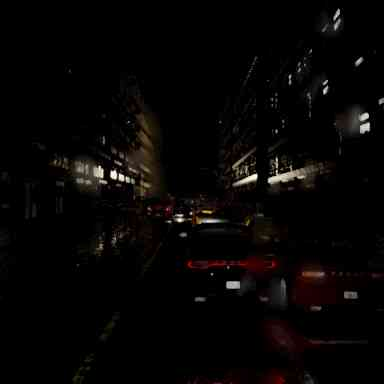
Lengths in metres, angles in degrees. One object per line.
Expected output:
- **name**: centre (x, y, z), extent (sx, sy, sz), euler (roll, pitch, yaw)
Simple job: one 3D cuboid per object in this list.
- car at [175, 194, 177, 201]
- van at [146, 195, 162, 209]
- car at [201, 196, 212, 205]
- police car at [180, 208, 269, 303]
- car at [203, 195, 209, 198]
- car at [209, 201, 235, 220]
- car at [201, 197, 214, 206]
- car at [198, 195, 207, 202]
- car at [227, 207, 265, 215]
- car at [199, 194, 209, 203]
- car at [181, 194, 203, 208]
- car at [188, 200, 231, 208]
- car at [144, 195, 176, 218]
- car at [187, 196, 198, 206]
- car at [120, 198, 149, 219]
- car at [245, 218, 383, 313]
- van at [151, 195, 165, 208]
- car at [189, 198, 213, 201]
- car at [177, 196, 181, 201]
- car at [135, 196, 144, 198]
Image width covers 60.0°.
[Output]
- **car**: centre (-5.202, 1.749, 79.618), extent (1.947, 1.339, 4.313), euler (1, 0, 0)
- **van**: centre (-5.235, 1.408, 46.433), extent (1.690, 1.788, 3.998), euler (2, 0, 0)
- **car**: centre (2.670, 1.559, 62.956), extent (1.967, 1.590, 4.097), euler (1, 0, 0)
- **police car**: centre (0.720, 1.430, 8.425), extent (1.930, 1.638, 5.238), euler (0, 0, 0)
- **car**: centre (2.647, 1.628, 51.894), extent (1.887, 1.381, 4.507), euler (1, 0, 0)
- **car**: centre (2.620, 1.577, 29.770), extent (1.887, 1.381, 4.507), euler (1, 0, 0)
- **car**: centre (2.653, 1.645, 57.424), extent (1.887, 1.381, 4.507), euler (1, 0, 0)
- **car**: centre (2.653, 1.648, 85.081), extent (1.967, 1.590, 4.097), euler (1, 0, 0)
- **car**: centre (2.602, 1.534, 13.350), extent (1.752, 1.417, 4.829), euler (1, 0, 0)
- **car**: centre (2.644, 1.475, 74.018), extent (2.192, 1.841, 5.009), euler (1, 0, 0)
- **car**: centre (0.059, 1.284, 44.752), extent (2.150, 2.045, 5.566), euler (0, 0, 0)
- **car**: centre (0.848, 1.470, 18.511), extent (1.801, 1.575, 5.366), euler (0, 0, 0)
- **car**: centre (-2.812, 1.385, 30.112), extent (2.097, 1.767, 4.553), euler (0, 0, 0)
- **car**: centre (0.071, 1.583, 59.044), extent (1.882, 1.535, 5.008), euler (0, 0, 0)
- **car**: centre (-5.259, 1.558, 29.673), extent (1.752, 1.417, 4.829), euler (2, 0, 0)
- **car**: centre (2.595, 1.549, 7.648), extent (1.887, 1.381, 4.507), euler (1, 0, 0)
- **van**: centre (-5.229, 1.424, 51.965), extent (1.690, 1.788, 3.998), euler (1, 0, 0)
- **car**: centre (0.855, 1.479, 24.514), extent (1.801, 1.575, 5.366), euler (0, 0, 0)
- **car**: centre (-2.639, 1.752, 92.688), extent (1.837, 1.490, 4.892), euler (0, -1, 0)
- **car**: centre (-5.247, 1.358, 35.375), extent (2.192, 1.841, 5.009), euler (2, 0, 0)
